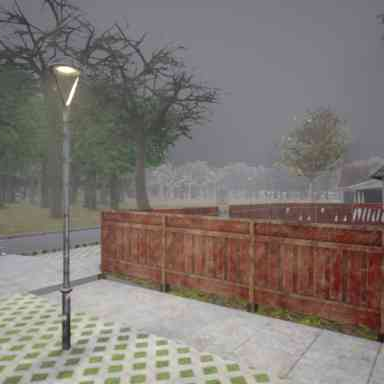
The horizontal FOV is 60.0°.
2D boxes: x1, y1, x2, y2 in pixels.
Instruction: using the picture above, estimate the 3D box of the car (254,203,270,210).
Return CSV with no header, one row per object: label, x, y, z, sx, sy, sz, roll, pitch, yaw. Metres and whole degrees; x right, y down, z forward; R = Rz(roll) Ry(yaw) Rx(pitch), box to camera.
car,7.534,1.935,36.862,1.812,1.442,4.674,-2,-2,33
